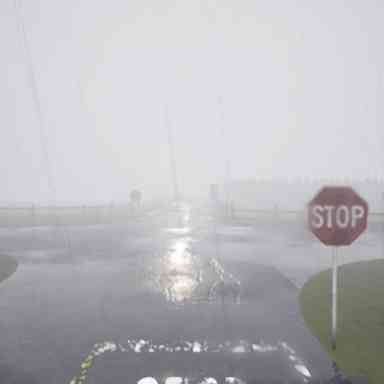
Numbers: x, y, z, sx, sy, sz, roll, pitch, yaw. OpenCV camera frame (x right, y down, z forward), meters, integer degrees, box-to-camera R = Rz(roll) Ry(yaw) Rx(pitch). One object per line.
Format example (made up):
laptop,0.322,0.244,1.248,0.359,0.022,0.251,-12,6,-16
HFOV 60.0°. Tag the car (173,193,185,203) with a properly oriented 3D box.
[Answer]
car,-2.548,1.158,67.835,2.150,2.045,5.566,0,0,0

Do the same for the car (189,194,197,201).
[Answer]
car,0.220,1.259,73.691,1.837,1.490,4.892,0,0,0

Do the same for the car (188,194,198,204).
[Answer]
car,0.190,1.544,63.717,1.895,1.301,4.718,0,0,0
